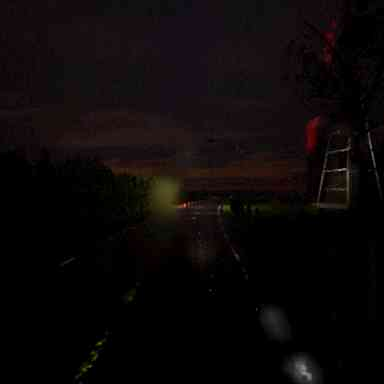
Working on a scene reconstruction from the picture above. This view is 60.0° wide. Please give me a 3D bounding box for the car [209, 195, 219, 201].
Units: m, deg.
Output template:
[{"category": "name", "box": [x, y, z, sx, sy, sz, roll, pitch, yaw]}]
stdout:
[{"category": "car", "box": [5.114, 1.373, 77.357, 1.812, 1.442, 4.674, 0, 0, 10]}]
